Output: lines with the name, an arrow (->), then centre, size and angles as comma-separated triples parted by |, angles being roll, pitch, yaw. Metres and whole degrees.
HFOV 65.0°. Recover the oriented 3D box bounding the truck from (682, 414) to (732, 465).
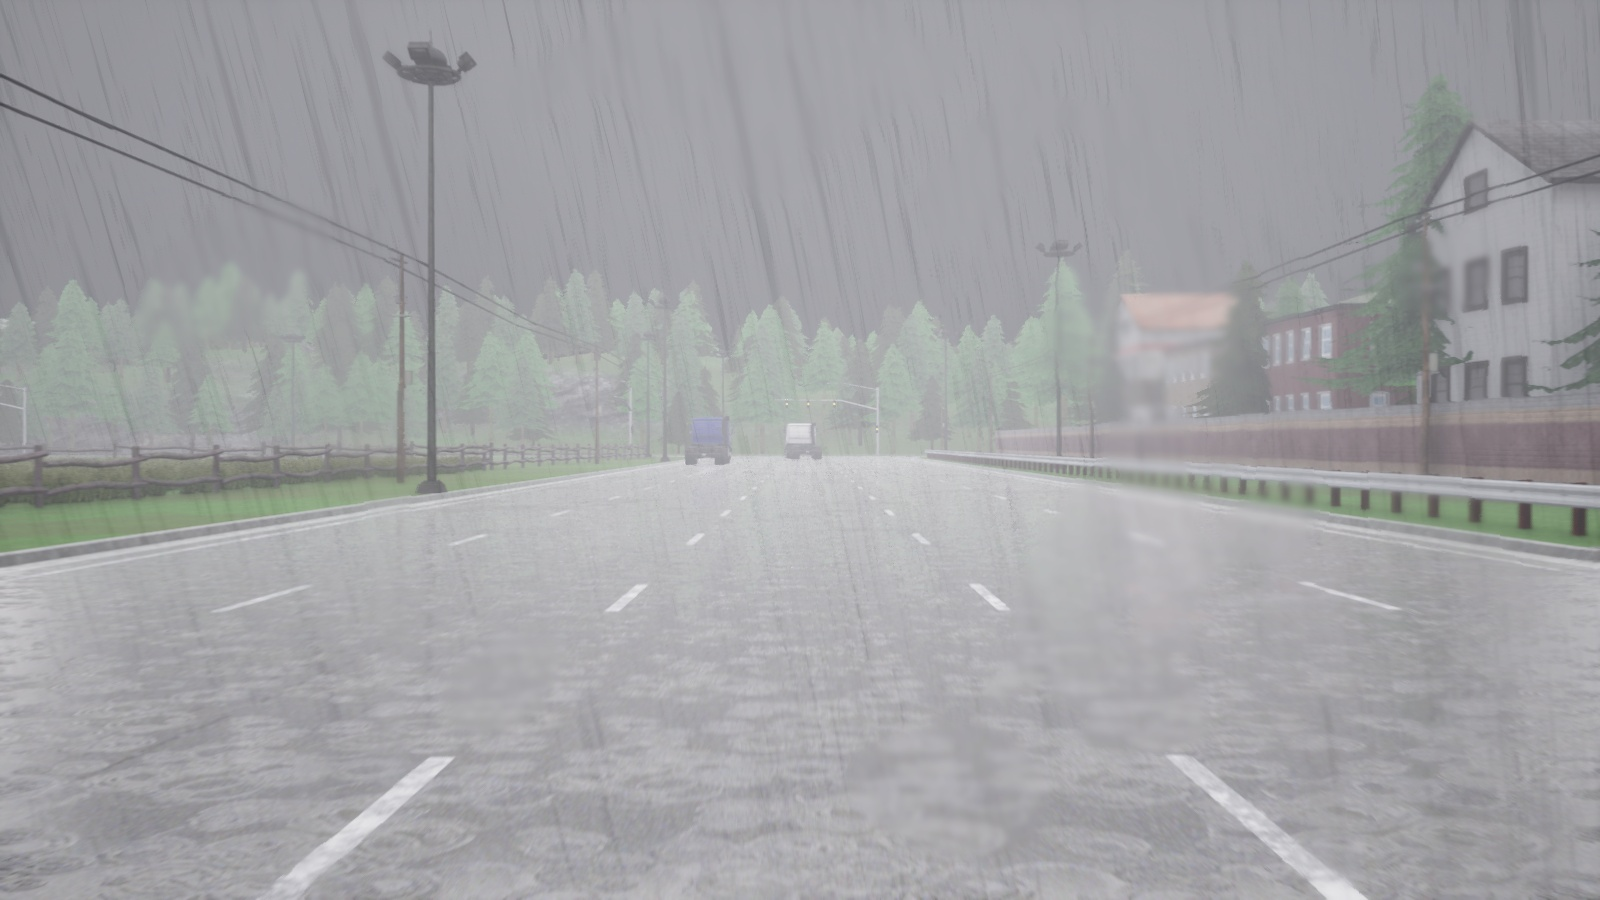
truck -> -6.482, -0.739, 88.887 | 2.891, 3.462, 7.936 | 0, 0, 0
